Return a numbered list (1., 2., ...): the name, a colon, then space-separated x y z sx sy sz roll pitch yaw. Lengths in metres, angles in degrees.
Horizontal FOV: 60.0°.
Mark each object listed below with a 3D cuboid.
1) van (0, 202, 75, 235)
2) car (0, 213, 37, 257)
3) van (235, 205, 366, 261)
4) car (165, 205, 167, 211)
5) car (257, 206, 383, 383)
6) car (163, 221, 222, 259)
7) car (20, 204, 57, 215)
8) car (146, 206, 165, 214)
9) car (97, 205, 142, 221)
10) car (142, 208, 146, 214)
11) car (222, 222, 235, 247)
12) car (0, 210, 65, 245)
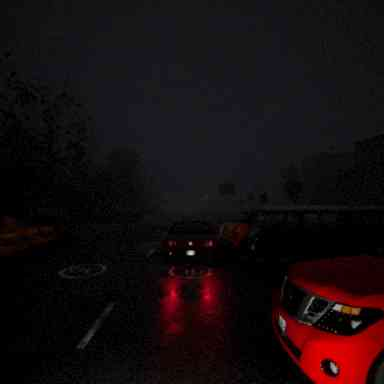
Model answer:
1. van: -8.275 1.525 16.908 4.442 1.987 1.878 0 -1 0
2. car: -8.568 1.632 11.448 5.366 1.575 1.946 0 -1 0
3. van: 3.772 1.389 10.327 4.442 1.987 1.878 0 -1 0
4. car: -8.222 3.647 68.443 4.892 1.521 2.231 0 -2 0
5. car: 3.877 1.269 4.136 5.566 2.045 2.435 0 -1 0
6. car: -0.023 1.792 13.315 1.895 1.301 4.718 0 -1 0
7. car: -24.211 2.686 52.581 5.008 1.535 1.882 1 0 0
8. car: -8.247 3.556 65.168 4.674 1.452 2.002 0 -2 0
9. car: -8.399 2.470 37.684 4.674 1.452 2.002 0 -2 0
10. car: -8.450 2.428 40.859 4.553 1.767 2.185 0 -2 0
11. car: 4.062 1.732 16.277 5.366 1.575 1.946 0 -1 0
12. car: -8.572 1.685 14.109 5.366 1.575 1.946 0 -1 0
